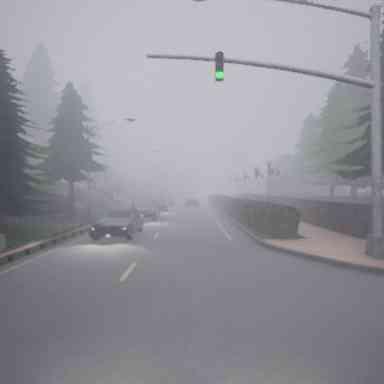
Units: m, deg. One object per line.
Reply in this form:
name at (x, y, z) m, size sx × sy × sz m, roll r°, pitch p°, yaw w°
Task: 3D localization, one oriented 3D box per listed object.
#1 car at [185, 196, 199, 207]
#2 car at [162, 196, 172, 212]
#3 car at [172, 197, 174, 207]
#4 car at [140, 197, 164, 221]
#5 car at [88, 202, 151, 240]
car at (-0.001, 1.268, 45.939) m, size 1.882 × 1.535 × 5.008 m, roll -1°, pitch 1°, yaw 0°
car at (-3.611, 1.372, 36.947) m, size 1.837 × 1.490 × 4.892 m, roll -1°, pitch 0°, yaw 0°
car at (-3.580, 1.305, 47.761) m, size 1.882 × 1.535 × 5.008 m, roll -1°, pitch 1°, yaw 0°
car at (-3.608, 1.431, 26.511) m, size 1.812 × 1.442 × 4.674 m, roll -1°, pitch 0°, yaw 0°
car at (-3.612, 1.487, 16.920) m, size 2.033 × 1.411 × 5.357 m, roll -1°, pitch 0°, yaw 0°
